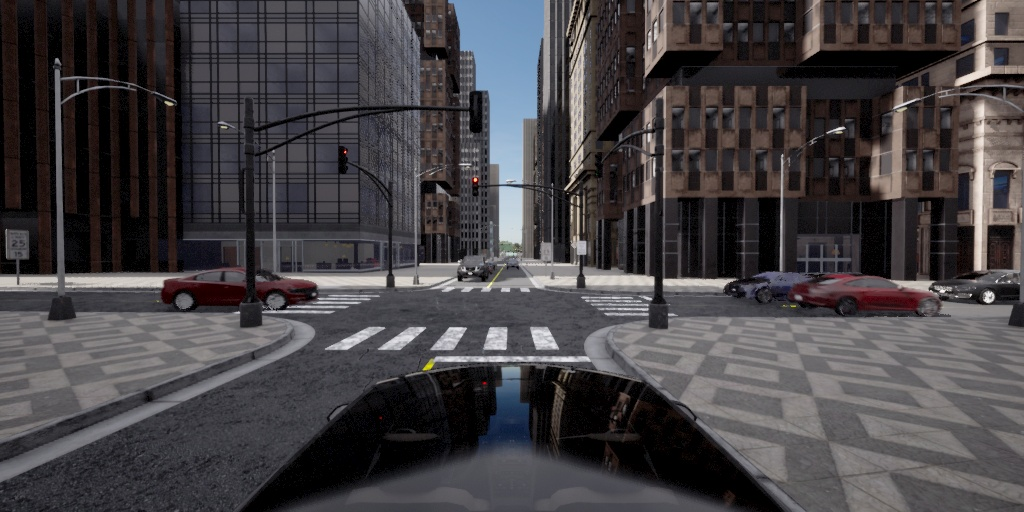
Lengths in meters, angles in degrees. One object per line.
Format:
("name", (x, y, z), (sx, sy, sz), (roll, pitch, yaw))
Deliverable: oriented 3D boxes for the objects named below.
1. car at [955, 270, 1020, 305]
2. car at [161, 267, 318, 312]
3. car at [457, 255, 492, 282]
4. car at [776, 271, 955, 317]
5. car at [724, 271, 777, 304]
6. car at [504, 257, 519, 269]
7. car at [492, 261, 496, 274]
("car", (22.312, 1.405, 16.578), (4.892, 1.490, 1.837), (0, 1, 0))
("car", (-10.053, 1.174, 13.498), (5.008, 1.535, 1.882), (0, 1, -4))
("car", (-3.108, 0.957, 29.526), (2.150, 2.045, 5.566), (0, 0, 0))
("car", (12.964, 1.403, 13.359), (4.674, 1.442, 1.812), (0, 1, 0))
("car", (12.230, 1.389, 16.558), (4.181, 1.385, 1.994), (0, 1, 0))
("car", (0.085, 1.256, 55.406), (2.033, 1.411, 5.357), (0, 0, -1))
("car", (-3.103, 1.290, 39.552), (1.994, 1.385, 4.181), (0, 0, 0))
